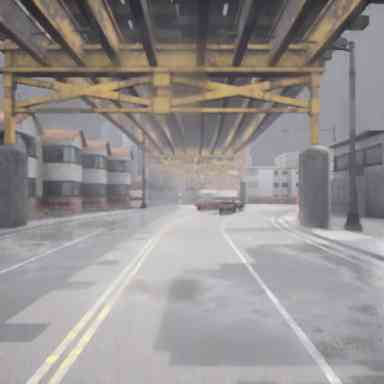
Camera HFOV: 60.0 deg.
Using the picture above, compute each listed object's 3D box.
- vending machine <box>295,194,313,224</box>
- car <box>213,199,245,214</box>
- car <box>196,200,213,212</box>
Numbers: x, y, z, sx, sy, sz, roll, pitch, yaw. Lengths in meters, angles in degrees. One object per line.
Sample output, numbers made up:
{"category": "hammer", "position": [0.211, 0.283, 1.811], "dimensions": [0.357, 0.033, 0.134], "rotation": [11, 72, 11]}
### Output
{"category": "vending machine", "position": [7.911, 1.180, 23.511], "dimensions": [1.100, 2.100, 0.880], "rotation": [-1, -1, 10]}
{"category": "car", "position": [4.349, 1.478, 35.716], "dimensions": [2.128, 1.511, 4.902], "rotation": [0, 0, 24]}
{"category": "car", "position": [2.266, 1.603, 39.973], "dimensions": [1.895, 1.301, 4.718], "rotation": [0, 0, 29]}
